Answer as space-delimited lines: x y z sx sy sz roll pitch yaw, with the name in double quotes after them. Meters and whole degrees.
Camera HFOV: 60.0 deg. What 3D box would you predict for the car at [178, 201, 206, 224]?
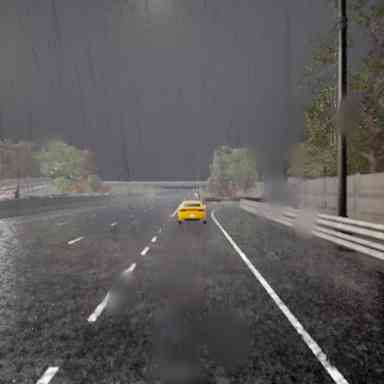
0.026 1.377 24.179 1.882 1.535 5.008 0 0 0 "car"
